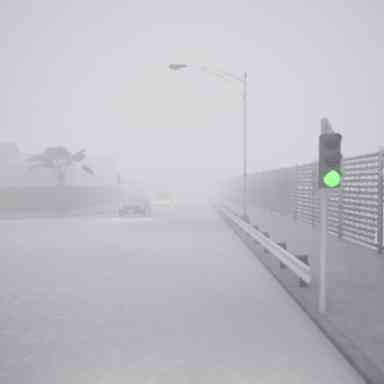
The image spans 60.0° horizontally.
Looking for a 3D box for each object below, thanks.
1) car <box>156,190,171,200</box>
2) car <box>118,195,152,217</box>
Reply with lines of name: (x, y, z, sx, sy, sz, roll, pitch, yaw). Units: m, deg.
car: (-4.003, 0.404, 47.821, 1.895, 1.301, 4.718, 0, 1, 0)
car: (-4.000, 0.958, 23.995, 1.812, 1.442, 4.674, 0, 1, 0)
